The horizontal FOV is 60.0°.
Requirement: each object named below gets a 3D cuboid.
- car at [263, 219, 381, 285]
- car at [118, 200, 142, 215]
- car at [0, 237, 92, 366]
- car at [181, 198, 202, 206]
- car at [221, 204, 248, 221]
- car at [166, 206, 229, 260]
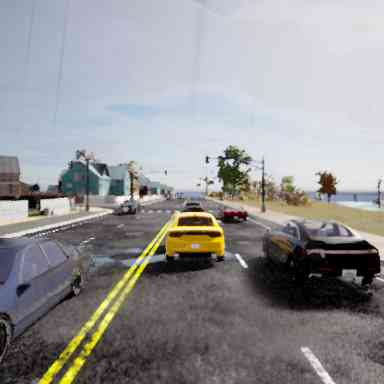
[{"bbox_3d":[3.352,1.511,9.501,2.128,1.511,4.902,0,0,0],"label":"car"},{"bbox_3d":[-6.498,1.576,35.316,2.128,1.511,4.902,0,0,0],"label":"car"},{"bbox_3d":[-3.348,1.559,5.871,2.033,1.411,5.357,0,0,0],"label":"car"},{"bbox_3d":[0.106,1.570,28.666,1.837,1.490,4.892,0,0,0],"label":"car"},{"bbox_3d":[3.357,1.663,27.685,1.895,1.301,4.718,0,0,0],"label":"car"},{"bbox_3d":[0.103,1.504,12.550,1.882,1.535,5.008,0,0,0],"label":"car"}]
